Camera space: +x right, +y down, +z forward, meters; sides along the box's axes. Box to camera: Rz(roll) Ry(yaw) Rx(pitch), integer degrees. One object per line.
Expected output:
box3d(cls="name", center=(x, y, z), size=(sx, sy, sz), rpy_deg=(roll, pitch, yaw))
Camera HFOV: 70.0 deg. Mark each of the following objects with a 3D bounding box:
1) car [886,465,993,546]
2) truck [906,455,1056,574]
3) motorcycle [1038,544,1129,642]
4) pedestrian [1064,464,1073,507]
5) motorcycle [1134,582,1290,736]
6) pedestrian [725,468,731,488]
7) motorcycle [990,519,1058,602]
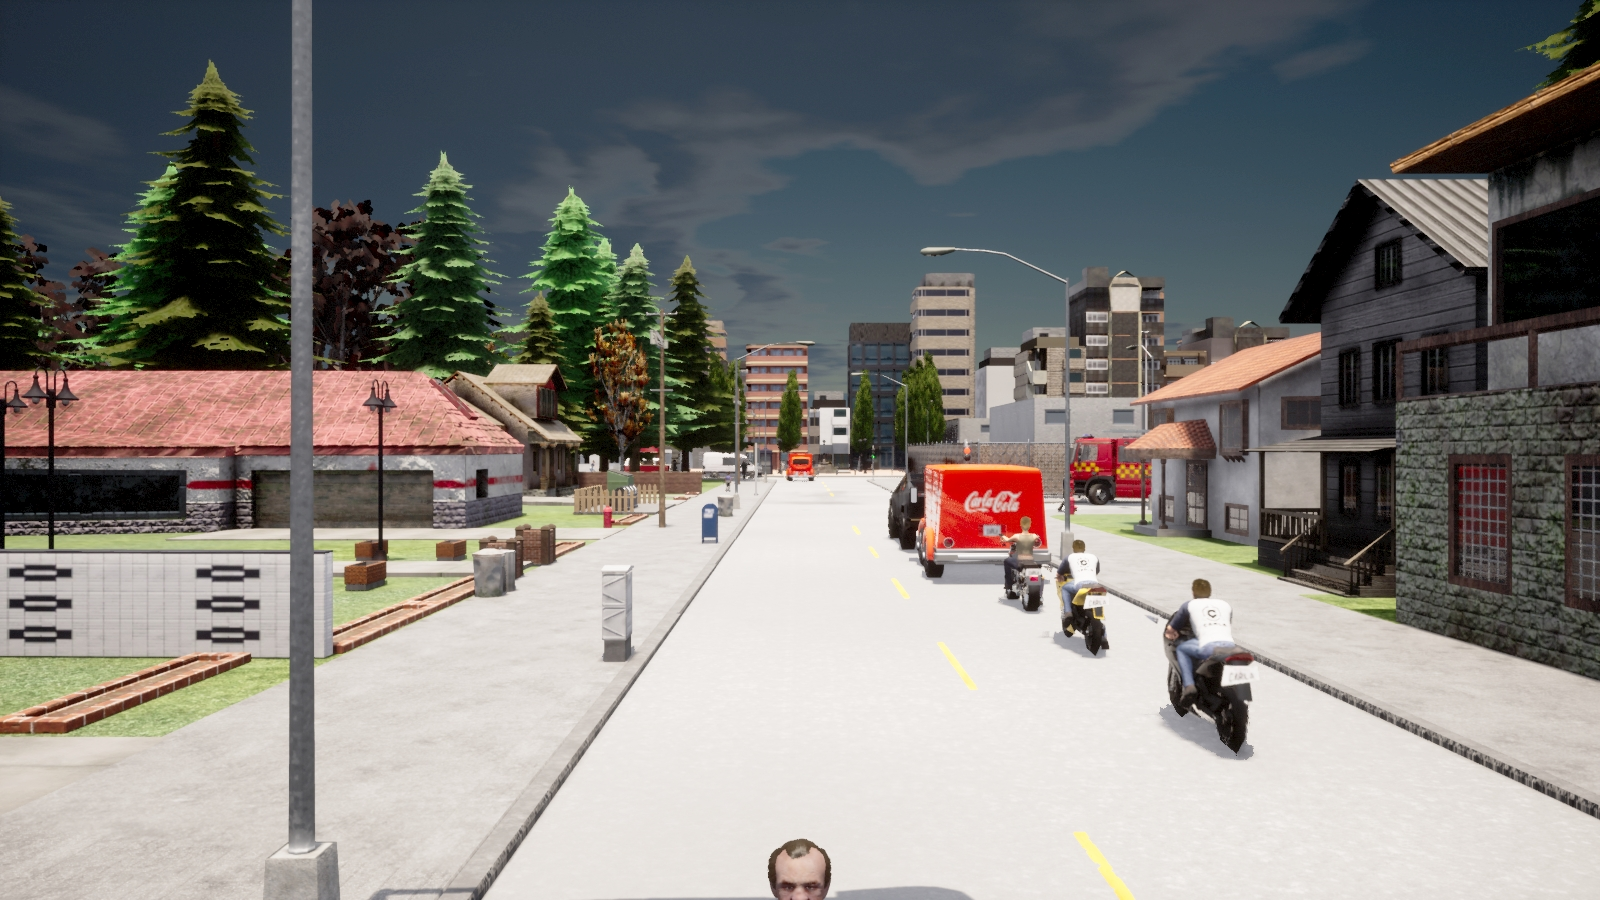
box3d(cls="car", center=(3.989, 1.534, 33.871), size=(2.390, 2.098, 6.274), rpy_deg=(0, 0, 0))
box3d(cls="truck", center=(3.998, 1.348, 26.317), size=(2.627, 2.467, 5.204), rpy_deg=(0, 0, 0))
box3d(cls="motorcycle", center=(3.995, 1.993, 16.270), size=(0.803, 1.145, 2.033), rpy_deg=(0, 0, 0))
box3d(cls="pedestrian", center=(11.552, 1.525, 49.153), size=(0.375, 1.860, 0.375), rpy_deg=(0, 0, 17))
box3d(cls="motorcycle", center=(3.999, 1.993, 11.275), size=(0.803, 1.145, 2.033), rpy_deg=(0, 0, 0))
box3d(cls="pedestrian", center=(-4.668, 1.803, 74.186), size=(0.375, 1.300, 0.375), rpy_deg=(0, 0, 3))
box3d(cls="motorcycle", center=(3.997, 1.950, 20.606), size=(0.764, 1.277, 2.356), rpy_deg=(0, 0, 0))
